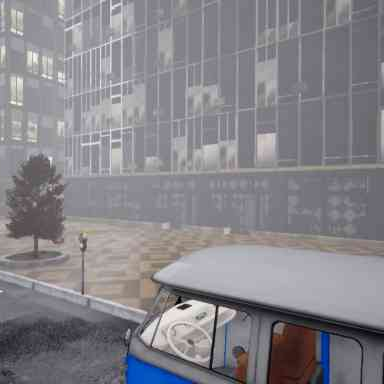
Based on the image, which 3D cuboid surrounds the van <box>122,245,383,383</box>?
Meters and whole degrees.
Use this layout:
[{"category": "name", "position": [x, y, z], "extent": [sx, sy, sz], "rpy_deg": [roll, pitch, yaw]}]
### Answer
[{"category": "van", "position": [1.332, 1.341, 1.918], "extent": [3.998, 1.788, 1.690], "rpy_deg": [0, 0, 35]}]
